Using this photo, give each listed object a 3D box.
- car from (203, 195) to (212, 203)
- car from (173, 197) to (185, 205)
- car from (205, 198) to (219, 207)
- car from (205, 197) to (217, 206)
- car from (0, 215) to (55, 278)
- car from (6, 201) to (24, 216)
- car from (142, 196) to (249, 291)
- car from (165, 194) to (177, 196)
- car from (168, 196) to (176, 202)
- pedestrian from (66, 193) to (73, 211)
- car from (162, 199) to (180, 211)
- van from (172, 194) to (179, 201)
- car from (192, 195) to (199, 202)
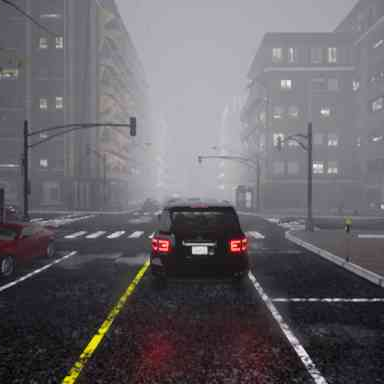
[{"bbox_3d":[3.491,1.553,76.224,1.967,1.590,4.097,0,0,1],"label":"car"},{"bbox_3d":[-2.414,1.654,61.655,1.994,1.385,4.181,0,0,1],"label":"car"},{"bbox_3d":[3.249,1.629,53.671,2.008,1.369,4.403,0,0,1],"label":"car"},{"bbox_3d":[3.310,1.631,59.308,1.887,1.381,4.507,0,0,1],"label":"car"},{"bbox_3d":[-5.598,1.596,10.080,1.802,1.307,4.206,0,0,1],"label":"car"},{"bbox_3d":[-14.744,1.157,24.695,4.553,1.767,2.097,1,0,3],"label":"car"},{"bbox_3d":[0.179,1.234,9.158,2.150,2.045,5.566,0,0,1],"label":"car"},{"bbox_3d":[-4.950,1.419,70.681,2.192,1.841,5.009,0,0,1],"label":"car"},{"bbox_3d":[-4.830,1.646,81.788,1.752,1.417,4.829,0,0,1],"label":"car"},{"bbox_3d":[-12.367,0.951,33.559,0.375,1.860,0.375,0,-1,0],"label":"pedestrian"},{"bbox_3d":[-2.634,1.626,43.114,1.994,1.385,4.181,0,0,2],"label":"car"},{"bbox_3d":[-4.708,1.478,93.235,1.690,1.788,3.998,0,0,1],"label":"van"},{"bbox_3d":[0.876,1.600,82.757,1.882,1.535,5.008,0,0,1],"label":"car"}]
